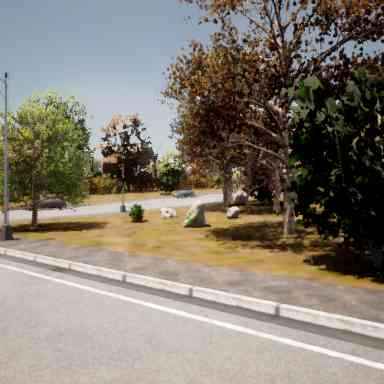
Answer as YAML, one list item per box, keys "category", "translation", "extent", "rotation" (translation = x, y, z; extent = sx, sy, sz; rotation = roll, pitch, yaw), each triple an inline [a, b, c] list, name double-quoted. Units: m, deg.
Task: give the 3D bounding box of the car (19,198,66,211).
- category: "car"
  translation: [-18.458, 1.470, 41.379]
  extent: [2.033, 1.411, 5.357]
  rotation: [0, 1, 39]

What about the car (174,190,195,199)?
- category: "car"
  translation: [-1.440, 0.345, 62.467]
  extent: [2.128, 1.511, 4.902]
  rotation: [0, 3, 39]
